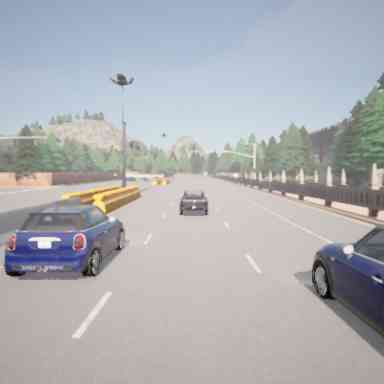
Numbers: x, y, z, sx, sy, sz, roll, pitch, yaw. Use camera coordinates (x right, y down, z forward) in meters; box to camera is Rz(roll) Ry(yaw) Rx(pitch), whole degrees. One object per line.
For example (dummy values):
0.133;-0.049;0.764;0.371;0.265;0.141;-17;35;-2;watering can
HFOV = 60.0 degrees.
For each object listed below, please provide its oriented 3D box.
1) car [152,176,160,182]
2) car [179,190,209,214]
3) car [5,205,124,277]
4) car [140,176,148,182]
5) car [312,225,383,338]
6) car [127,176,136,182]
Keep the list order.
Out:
-10.064;-3.699;94.032;1.882;1.535;5.008;0;3;0;car
0.132;0.581;22.405;2.128;1.511;4.902;0;3;0;car
-3.398;1.143;9.789;2.097;1.767;4.553;0;2;0;car
-13.564;-3.654;94.055;1.812;1.442;4.674;0;3;0;car
3.601;1.284;5.231;2.097;1.767;4.553;0;1;0;car
-17.066;-3.658;93.663;1.837;1.490;4.892;0;3;0;car
